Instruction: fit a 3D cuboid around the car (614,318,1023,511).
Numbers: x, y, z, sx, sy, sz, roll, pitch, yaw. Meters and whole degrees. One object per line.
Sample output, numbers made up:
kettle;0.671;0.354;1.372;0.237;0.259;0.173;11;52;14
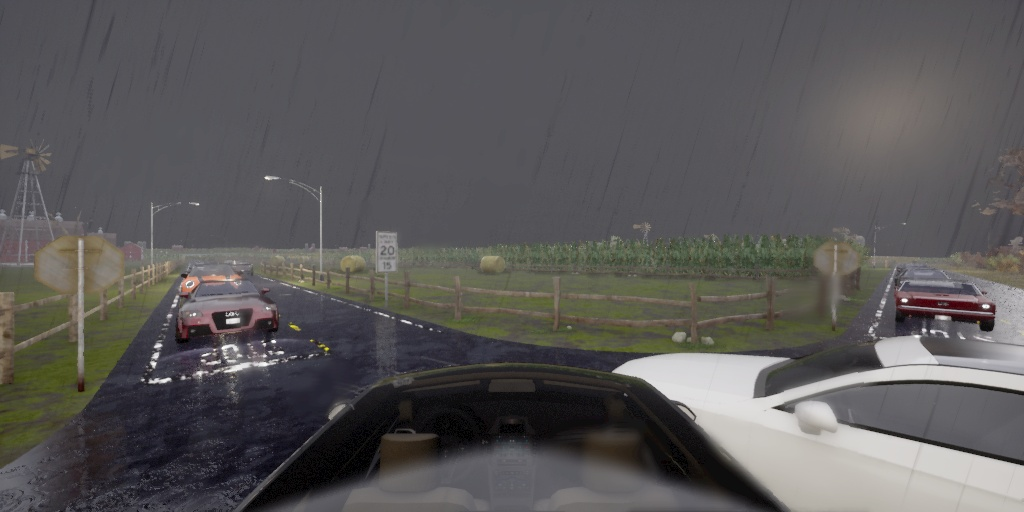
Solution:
car;2.840;1.293;2.358;1.812;1.442;4.674;0;1;-44

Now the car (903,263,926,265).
car;27.372;1.396;24.215;4.181;1.385;1.994;0;1;-43

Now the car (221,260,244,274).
car;-33.662;1.308;43.151;1.837;1.490;4.892;0;0;-41

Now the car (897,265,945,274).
car;20.612;1.360;17.967;5.357;1.411;2.033;0;1;-43

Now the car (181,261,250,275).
car;-13.701;1.141;16.445;2.097;1.767;4.553;0;0;-42

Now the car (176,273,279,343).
car;-7.932;1.356;9.956;1.994;1.385;4.181;0;0;-42

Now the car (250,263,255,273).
car;-26.948;1.286;35.687;2.128;1.511;4.902;0;0;-41

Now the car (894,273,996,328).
car;13.528;1.396;11.410;4.718;1.301;1.895;0;1;-43
